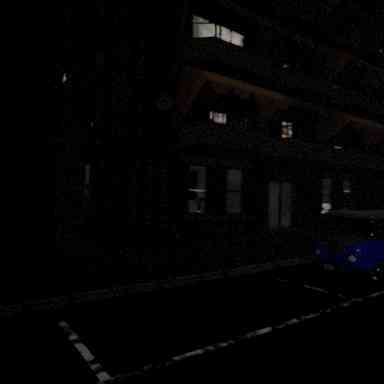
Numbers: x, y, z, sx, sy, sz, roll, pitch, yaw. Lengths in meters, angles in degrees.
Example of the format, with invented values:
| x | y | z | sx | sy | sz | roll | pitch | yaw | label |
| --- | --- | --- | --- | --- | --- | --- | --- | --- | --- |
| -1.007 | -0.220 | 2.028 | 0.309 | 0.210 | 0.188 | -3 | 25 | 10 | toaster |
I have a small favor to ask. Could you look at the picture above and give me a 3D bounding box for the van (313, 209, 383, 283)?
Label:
| x | y | z | sx | sy | sz | roll | pitch | yaw | label |
| --- | --- | --- | --- | --- | --- | --- | --- | --- | --- |
| 5.237 | 1.423 | 9.669 | 3.998 | 1.788 | 1.690 | 1 | 1 | -35 | van |
